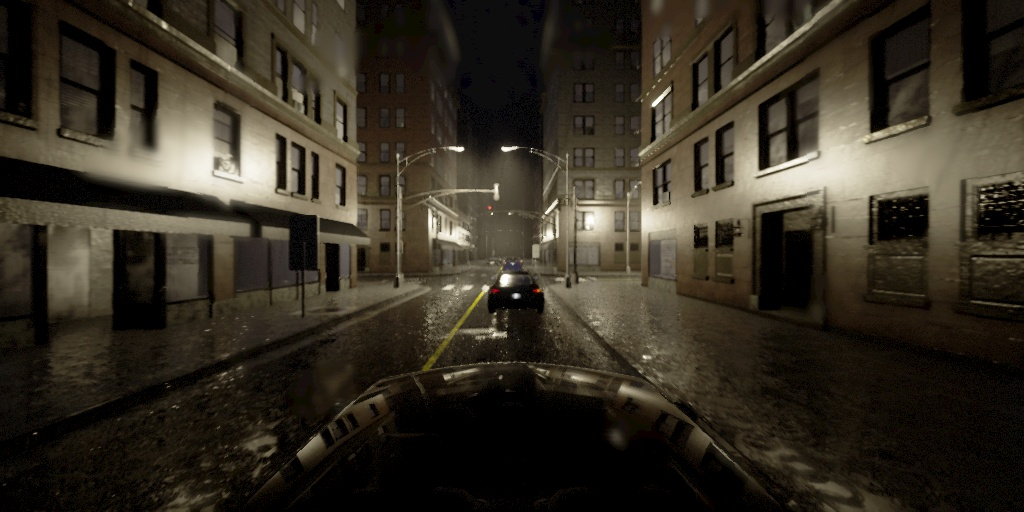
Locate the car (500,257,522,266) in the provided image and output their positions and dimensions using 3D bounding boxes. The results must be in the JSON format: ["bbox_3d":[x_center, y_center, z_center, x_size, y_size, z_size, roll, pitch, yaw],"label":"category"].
[{"bbox_3d":[0.094,0.872,40.123,2.097,1.767,4.553,0,0,0],"label":"car"}]

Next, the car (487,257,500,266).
[{"bbox_3d":[-3.056,0.898,58.236,2.128,1.511,4.902,0,0,1],"label":"car"}]

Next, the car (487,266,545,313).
[{"bbox_3d":[0.112,1.243,13.601,1.994,1.385,4.181,0,0,-1],"label":"car"}]
